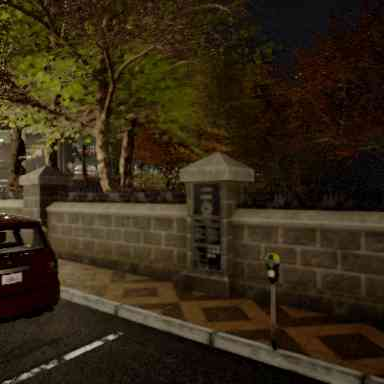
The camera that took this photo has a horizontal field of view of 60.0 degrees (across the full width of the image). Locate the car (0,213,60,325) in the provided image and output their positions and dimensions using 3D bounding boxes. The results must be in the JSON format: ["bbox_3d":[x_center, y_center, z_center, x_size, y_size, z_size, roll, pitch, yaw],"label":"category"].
[{"bbox_3d":[-4.474,1.297,6.081,5.009,1.841,2.192,0,-1,36],"label":"car"}]
